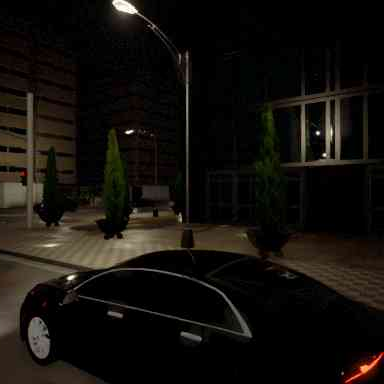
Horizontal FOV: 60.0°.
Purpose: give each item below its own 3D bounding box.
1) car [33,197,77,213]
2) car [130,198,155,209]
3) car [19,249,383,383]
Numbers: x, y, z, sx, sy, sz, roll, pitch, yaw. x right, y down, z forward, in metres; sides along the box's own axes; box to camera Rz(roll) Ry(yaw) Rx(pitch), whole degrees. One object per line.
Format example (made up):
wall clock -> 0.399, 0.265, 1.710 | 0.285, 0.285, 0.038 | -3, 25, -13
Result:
car -> -15.058, 1.407, 36.589 | 2.097, 1.767, 4.553 | 0, 0, 35
car -> -7.259, 1.582, 47.615 | 1.812, 1.442, 4.674 | 0, 1, 35
car -> -0.267, 1.505, 4.183 | 4.892, 1.490, 1.837 | 0, 0, 36
